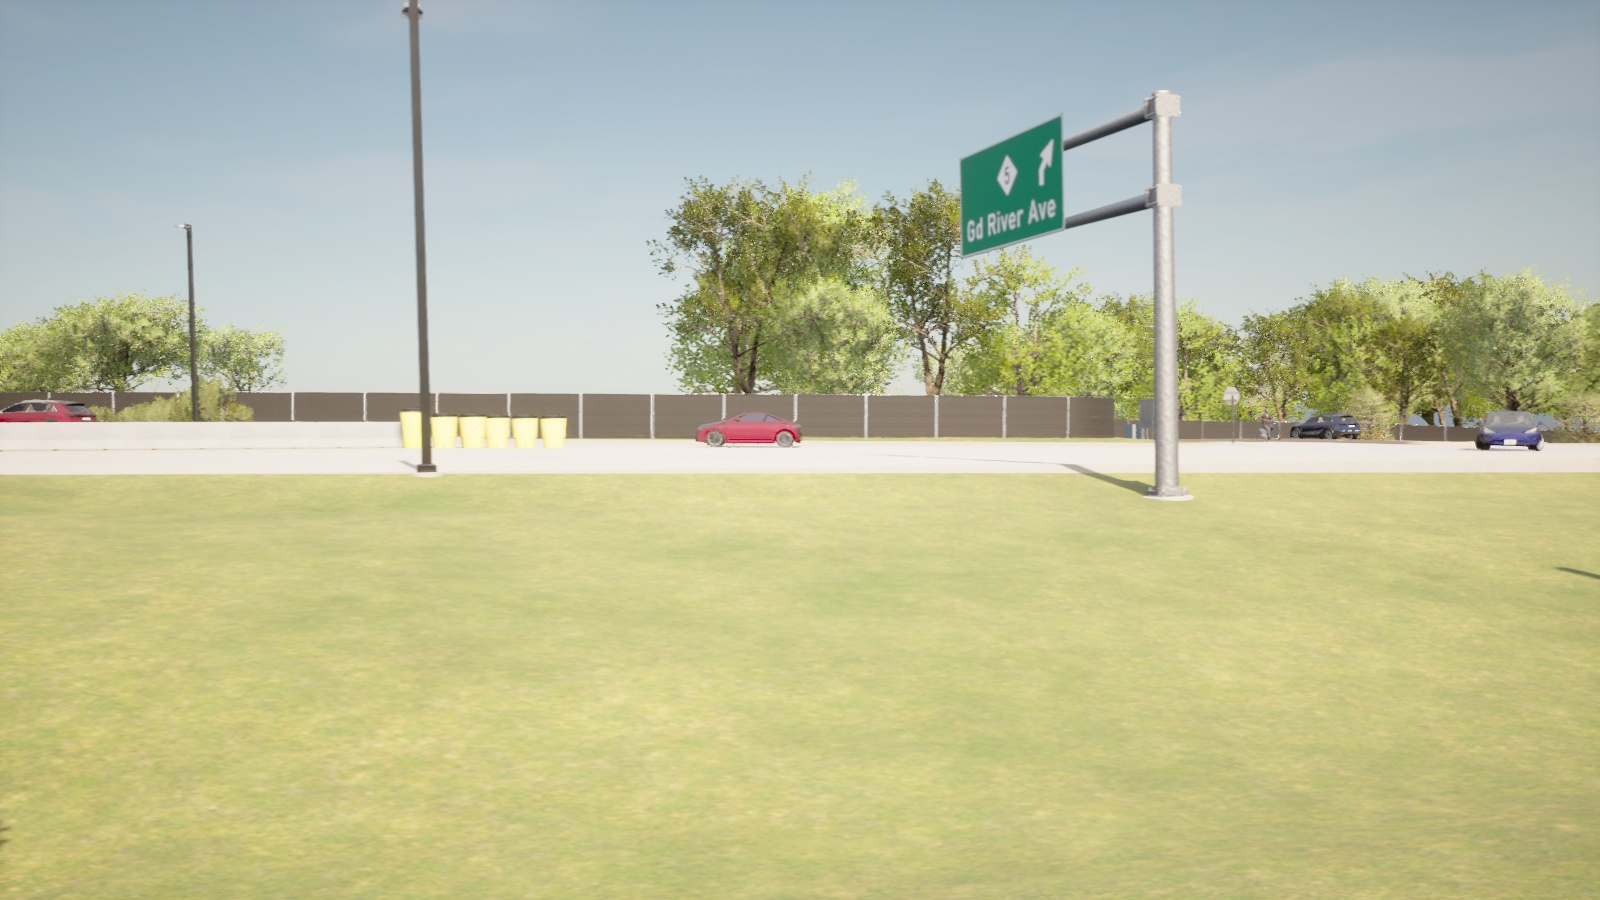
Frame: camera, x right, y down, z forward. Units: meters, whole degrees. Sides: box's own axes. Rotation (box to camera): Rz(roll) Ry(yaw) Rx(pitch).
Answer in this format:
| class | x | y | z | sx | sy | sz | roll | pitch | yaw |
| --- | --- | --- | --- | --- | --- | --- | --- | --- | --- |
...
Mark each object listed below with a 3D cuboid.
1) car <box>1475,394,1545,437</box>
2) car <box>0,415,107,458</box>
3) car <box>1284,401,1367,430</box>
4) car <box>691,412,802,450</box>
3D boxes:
| class | x | y | z | sx | sy | sz | roll | pitch | yaw |
| --- | --- | --- | --- | --- | --- | --- | --- | --- | --- |
| car | 26.569 | -1.303 | 47.076 | 2.163 | 1.488 | 4.792 | -1 | 1 | 29 |
| car | -30.776 | -0.530 | 50.420 | 4.856 | 1.649 | 2.033 | -1 | 2 | 7 |
| car | 32.464 | -2.103 | 77.757 | 2.033 | 1.649 | 4.856 | -3 | 1 | -18 |
| car | -2.018 | -0.744 | 48.620 | 4.181 | 1.385 | 1.994 | -1 | 1 | 0 |
